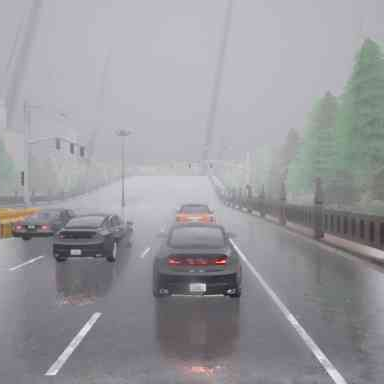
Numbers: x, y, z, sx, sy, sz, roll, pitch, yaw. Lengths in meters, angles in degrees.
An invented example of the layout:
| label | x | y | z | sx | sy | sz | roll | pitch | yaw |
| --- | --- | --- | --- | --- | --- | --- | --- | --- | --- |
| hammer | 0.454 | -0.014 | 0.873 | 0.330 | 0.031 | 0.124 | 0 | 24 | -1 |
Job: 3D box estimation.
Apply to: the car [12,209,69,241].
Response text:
| label | x | y | z | sx | sy | sz | roll | pitch | yaw |
| --- | --- | --- | --- | --- | --- | --- | --- | --- | --- |
| car | -6.868 | 1.547 | 16.751 | 2.033 | 1.411 | 5.357 | 0 | 0 | 0 |

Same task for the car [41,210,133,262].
| label | x | y | z | sx | sy | sz | roll | pitch | yaw |
| --- | --- | --- | --- | --- | --- | --- | --- | --- | --- |
| car | -3.376 | 1.505 | 12.092 | 1.837 | 1.490 | 4.892 | 0 | 0 | 0 |

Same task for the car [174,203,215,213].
| label | x | y | z | sx | sy | sz | roll | pitch | yaw |
| --- | --- | --- | --- | --- | --- | --- | --- | --- | --- |
| car | 0.133 | 1.352 | 17.536 | 2.097 | 1.767 | 4.553 | 0 | 0 | 0 |

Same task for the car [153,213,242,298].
| label | x | y | z | sx | sy | sz | roll | pitch | yaw |
| --- | --- | --- | --- | --- | --- | --- | --- | --- | --- |
| car | 0.116 | 1.505 | 8.522 | 1.837 | 1.490 | 4.892 | 0 | 0 | 0 |
